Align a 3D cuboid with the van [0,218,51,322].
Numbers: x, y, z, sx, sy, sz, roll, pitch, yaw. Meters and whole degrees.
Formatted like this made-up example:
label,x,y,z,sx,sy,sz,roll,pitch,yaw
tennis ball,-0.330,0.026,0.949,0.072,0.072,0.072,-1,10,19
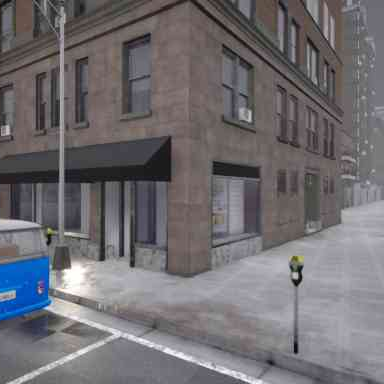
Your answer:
label,x,y,z,sx,sy,sz,roll,pitch,yaw
van,-4.317,1.340,6.102,3.998,1.788,1.690,0,0,35
